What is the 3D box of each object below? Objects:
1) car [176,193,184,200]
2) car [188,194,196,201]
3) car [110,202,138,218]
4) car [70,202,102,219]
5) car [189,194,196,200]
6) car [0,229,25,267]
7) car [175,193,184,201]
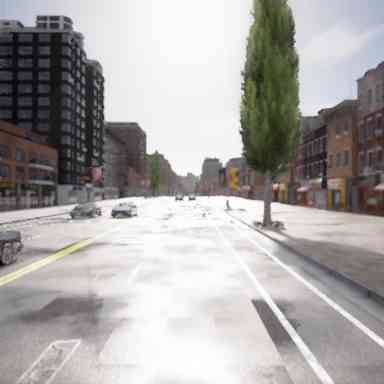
[{"bbox_3d":[-3.219,1.165,90.576,2.097,1.767,4.553,0,0,0],"label":"car"},{"bbox_3d":[0.026,1.484,80.704,1.994,1.385,4.181,0,0,0],"label":"car"},{"bbox_3d":[-6.502,1.681,32.605,2.033,1.411,5.357,0,0,0],"label":"car"},{"bbox_3d":[-9.771,1.653,31.066,1.812,1.442,4.674,0,0,1],"label":"car"},{"bbox_3d":[0.031,1.291,90.605,1.882,1.535,5.008,0,0,0],"label":"car"},{"bbox_3d":[-6.589,1.590,8.971,2.033,1.411,5.357,0,0,0],"label":"car"},{"bbox_3d":[-3.225,1.472,80.270,2.033,1.411,5.357,0,0,0],"label":"car"}]
